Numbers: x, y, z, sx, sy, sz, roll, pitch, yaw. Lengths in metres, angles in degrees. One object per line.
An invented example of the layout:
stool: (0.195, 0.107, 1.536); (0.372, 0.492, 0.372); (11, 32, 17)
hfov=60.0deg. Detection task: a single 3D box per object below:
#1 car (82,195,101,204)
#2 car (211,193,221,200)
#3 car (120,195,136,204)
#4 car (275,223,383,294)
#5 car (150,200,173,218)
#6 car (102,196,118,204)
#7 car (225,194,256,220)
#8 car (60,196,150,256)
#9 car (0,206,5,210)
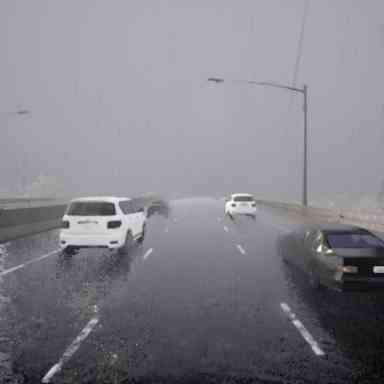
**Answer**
car: (-19.211, 1.421, 64.024); (1.882, 1.535, 5.008); (0, 0, 3)
car: (6.955, 1.435, 93.300); (2.097, 1.767, 4.553); (0, 0, 4)
car: (-12.218, 1.440, 63.816); (1.882, 1.535, 5.008); (0, 0, 3)
car: (3.704, 1.549, 8.953); (2.033, 1.411, 5.357); (0, 0, 1)
car: (-2.852, 1.471, 29.712); (1.837, 1.490, 4.892); (0, 0, 2)
car: (-15.713, 1.478, 63.928); (1.812, 1.442, 4.674); (0, 0, 3)
car: (4.118, 1.209, 28.564); (2.150, 2.045, 5.566); (0, 0, 2)
car: (-3.225, 1.198, 13.094); (2.150, 2.045, 5.566); (0, 0, 1)
car: (-13.747, 1.502, 21.851); (1.994, 1.385, 4.181); (0, 0, 1)
